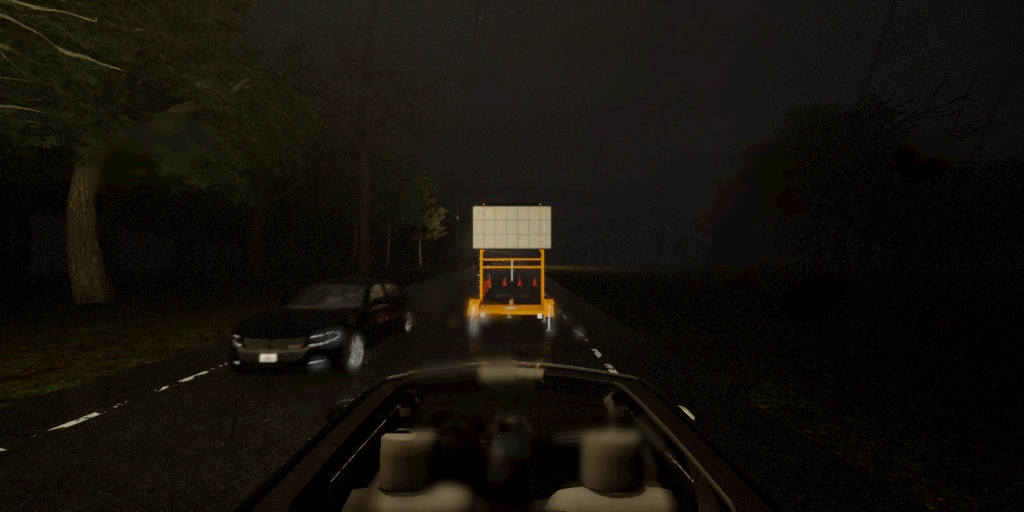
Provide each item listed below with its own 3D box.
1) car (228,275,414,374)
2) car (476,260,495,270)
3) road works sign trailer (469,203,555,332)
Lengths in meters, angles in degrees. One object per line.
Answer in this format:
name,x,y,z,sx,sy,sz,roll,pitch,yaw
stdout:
car,-3.598,1.227,7.791,1.882,1.535,5.008,0,0,0
car,-3.590,1.105,47.683,1.837,1.490,4.892,0,0,0
road works sign trailer,0.002,0.210,10.804,2.380,3.560,2.880,0,0,0
